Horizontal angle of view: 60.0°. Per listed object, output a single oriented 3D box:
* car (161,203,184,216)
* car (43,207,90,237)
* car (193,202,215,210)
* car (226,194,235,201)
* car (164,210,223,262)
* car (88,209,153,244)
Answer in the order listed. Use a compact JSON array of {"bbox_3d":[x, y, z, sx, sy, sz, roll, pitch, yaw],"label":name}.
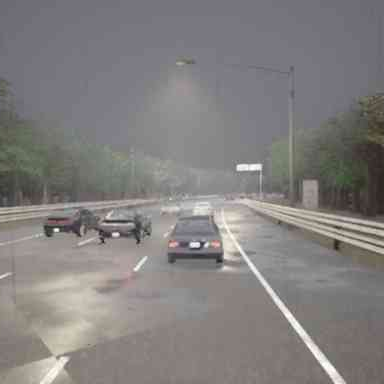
[{"bbox_3d":[-1.971,1.760,35.078,1.895,1.301,4.718,0,0,5],"label":"car"},{"bbox_3d":[-6.506,1.617,18.620,1.837,1.490,4.892,0,0,2],"label":"car"},{"bbox_3d":[1.096,1.654,30.802,1.812,1.442,4.674,0,0,4],"label":"car"},{"bbox_3d":[10.933,1.522,94.375,2.150,2.045,5.566,0,0,14],"label":"car"},{"bbox_3d":[0.151,1.601,12.246,2.033,1.411,5.357,0,0,2],"label":"car"},{"bbox_3d":[-3.095,1.577,16.257,2.128,1.511,4.902,0,0,2],"label":"car"}]
